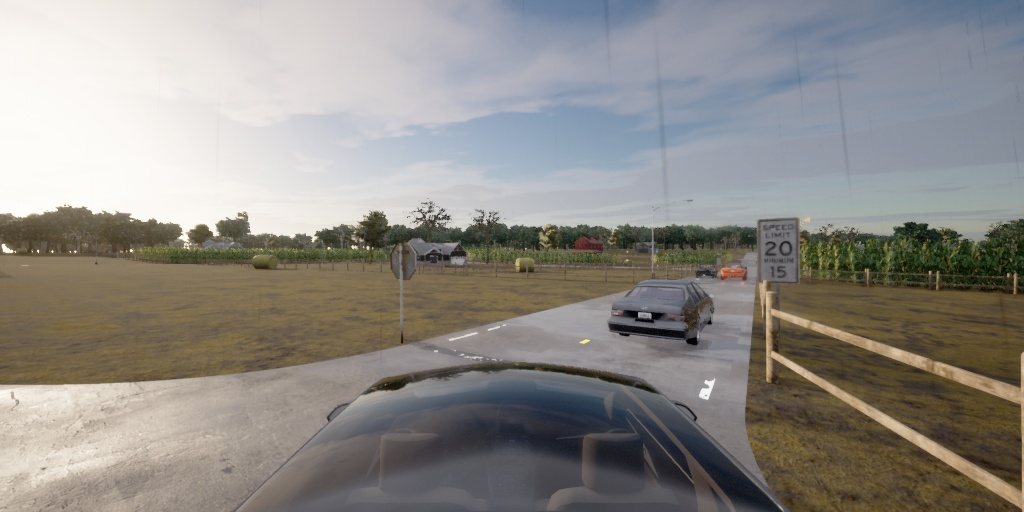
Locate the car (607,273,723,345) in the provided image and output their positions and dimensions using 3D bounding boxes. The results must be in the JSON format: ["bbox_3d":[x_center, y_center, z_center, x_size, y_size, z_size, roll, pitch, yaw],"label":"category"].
[{"bbox_3d":[4.280,1.340,9.802,2.033,1.411,5.357,0,0,34],"label":"car"}]

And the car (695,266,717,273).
[{"bbox_3d":[21.912,1.797,40.374,1.895,1.301,4.718,0,-1,34],"label":"car"}]

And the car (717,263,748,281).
[{"bbox_3d":[22.291,1.480,35.966,2.097,1.767,4.553,0,-1,35],"label":"car"}]
